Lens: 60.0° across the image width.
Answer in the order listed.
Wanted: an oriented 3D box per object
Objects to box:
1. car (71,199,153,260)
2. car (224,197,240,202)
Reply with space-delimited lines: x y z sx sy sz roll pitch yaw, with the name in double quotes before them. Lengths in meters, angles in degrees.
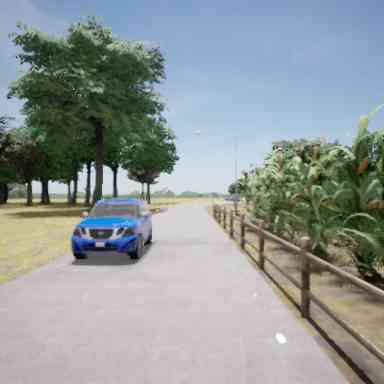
"car" -2.849 1.296 13.082 2.150 2.045 5.566 0 0 0
"car" 10.609 1.892 87.682 2.033 1.411 5.357 -1 0 37
